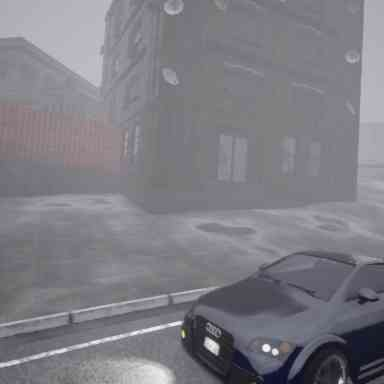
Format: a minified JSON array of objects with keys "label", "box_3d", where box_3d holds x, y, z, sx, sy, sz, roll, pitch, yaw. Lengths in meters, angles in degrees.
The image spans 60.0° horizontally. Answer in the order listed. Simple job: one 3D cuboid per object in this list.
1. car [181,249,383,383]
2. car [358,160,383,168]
[{"label":"car","box_3d":[1.955,1.590,4.802,4.181,1.385,1.994,0,-1,-30]},{"label":"car","box_3d":[22.574,-3.262,42.061,4.553,1.767,2.185,2,-3,16]}]
